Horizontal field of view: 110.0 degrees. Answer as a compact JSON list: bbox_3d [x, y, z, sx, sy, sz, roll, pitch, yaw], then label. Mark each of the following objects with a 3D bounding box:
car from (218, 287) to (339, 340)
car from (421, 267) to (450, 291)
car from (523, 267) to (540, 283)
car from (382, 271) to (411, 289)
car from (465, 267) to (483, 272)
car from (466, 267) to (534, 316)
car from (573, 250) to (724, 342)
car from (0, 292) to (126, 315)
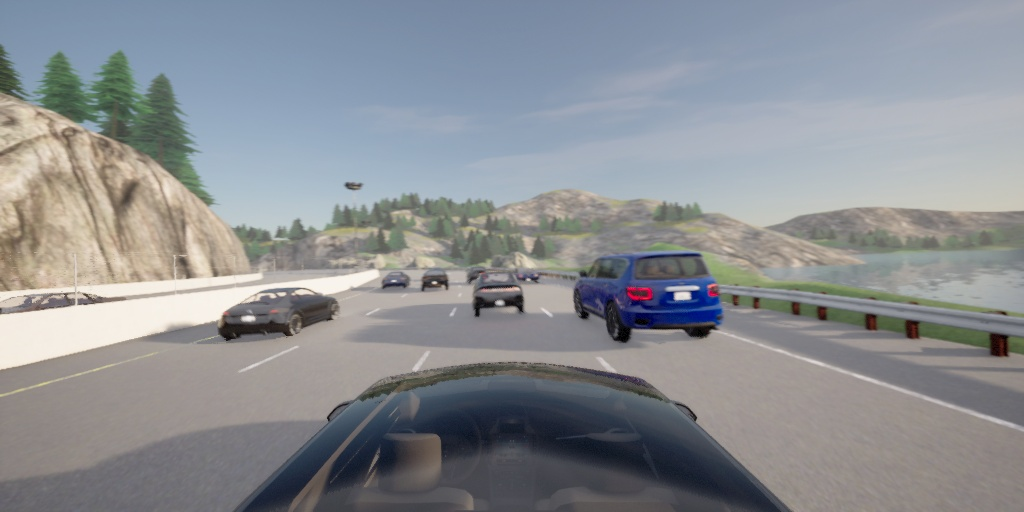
[{"bbox_3d":[-7.415,1.723,11.872,1.994,1.385,4.181,-2,-1,-4],"label":"car"},{"bbox_3d":[-5.699,1.727,26.978,1.882,1.535,5.008,-2,-1,-9],"label":"car"},{"bbox_3d":[0.899,1.616,30.243,1.895,1.301,4.718,-2,-1,-10],"label":"car"},{"bbox_3d":[-9.863,2.023,30.770,1.994,1.385,4.181,-2,-1,-10],"label":"car"},{"bbox_3d":[-3.208,1.718,33.176,1.837,1.490,4.892,-2,-1,-11],"label":"car"},{"bbox_3d":[-0.615,1.401,14.476,2.128,1.511,4.902,-2,-1,-5],"label":"car"},{"bbox_3d":[3.253,0.924,9.825,2.150,2.045,5.566,-2,-1,-3],"label":"car"},{"bbox_3d":[-18.274,2.170,13.996,2.033,1.411,5.357,-2,-1,-6],"label":"car"}]
